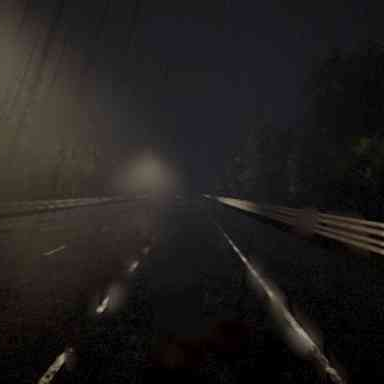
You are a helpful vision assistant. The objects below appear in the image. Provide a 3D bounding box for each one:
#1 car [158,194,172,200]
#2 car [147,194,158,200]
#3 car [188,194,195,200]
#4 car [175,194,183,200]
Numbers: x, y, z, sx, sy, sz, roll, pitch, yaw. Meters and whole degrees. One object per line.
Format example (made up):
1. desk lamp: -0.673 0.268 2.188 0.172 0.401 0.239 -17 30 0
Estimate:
1. car: -7.053 1.212 88.426 2.097 1.767 4.553 0 0 0
2. car: -10.553 1.212 88.423 2.097 1.767 4.553 0 0 0
3. car: -0.053 1.358 88.043 1.837 1.490 4.892 0 0 0
4. car: -3.552 1.382 88.040 2.128 1.511 4.902 0 0 0
